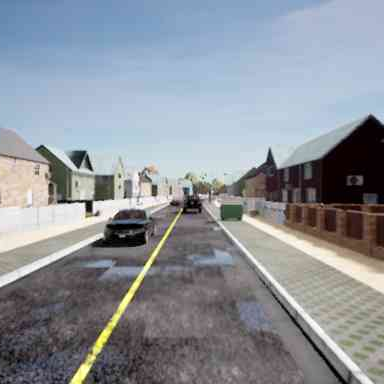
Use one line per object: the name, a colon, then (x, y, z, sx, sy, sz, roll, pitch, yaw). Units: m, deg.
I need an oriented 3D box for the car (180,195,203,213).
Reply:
car: (0.037, 1.350, 39.006, 2.150, 2.045, 5.566, 0, -1, 0)

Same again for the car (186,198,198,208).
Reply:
car: (0.014, 1.698, 52.093, 1.812, 1.442, 4.674, 0, 0, 1)

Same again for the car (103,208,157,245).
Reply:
car: (-2.848, 1.535, 16.057, 1.882, 1.535, 5.008, 0, 0, 0)

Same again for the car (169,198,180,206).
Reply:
car: (-2.719, 1.750, 56.732, 1.994, 1.385, 4.181, 0, 0, 1)
